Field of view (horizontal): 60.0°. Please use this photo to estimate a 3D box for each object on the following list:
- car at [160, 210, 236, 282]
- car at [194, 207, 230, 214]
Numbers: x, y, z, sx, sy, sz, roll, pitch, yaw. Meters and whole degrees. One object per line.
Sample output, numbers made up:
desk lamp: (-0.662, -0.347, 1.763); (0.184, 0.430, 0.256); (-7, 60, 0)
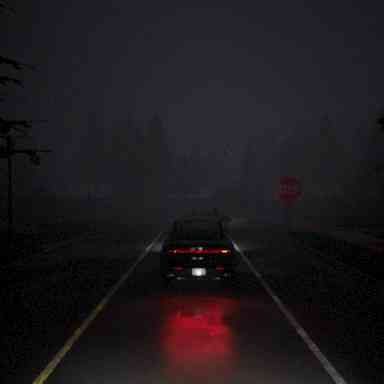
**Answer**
car: (0.153, 1.488, 9.686); (1.837, 1.490, 4.892); (0, 0, 0)
car: (1.111, 1.596, 20.884); (1.895, 1.301, 4.718); (0, 0, 19)
